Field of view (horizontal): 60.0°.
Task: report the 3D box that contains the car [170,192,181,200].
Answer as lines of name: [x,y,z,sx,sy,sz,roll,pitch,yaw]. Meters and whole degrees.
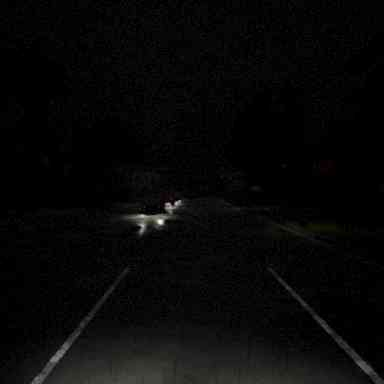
car: [-3.487,0.829,72.191,2.097,1.767,4.553,0,0,0]

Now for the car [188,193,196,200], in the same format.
car: [0.013,0.948,72.851,1.882,1.535,5.008,0,0,0]

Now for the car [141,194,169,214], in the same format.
car: [-3.584,1.209,31.462,1.882,1.535,5.008,0,0,0]

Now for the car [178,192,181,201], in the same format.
car: [-3.495,1.042,61.905,2.128,1.511,4.902,0,0,0]

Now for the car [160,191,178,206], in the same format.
car: [-3.554,0.882,46.540,2.150,2.045,5.566,0,1,1]
